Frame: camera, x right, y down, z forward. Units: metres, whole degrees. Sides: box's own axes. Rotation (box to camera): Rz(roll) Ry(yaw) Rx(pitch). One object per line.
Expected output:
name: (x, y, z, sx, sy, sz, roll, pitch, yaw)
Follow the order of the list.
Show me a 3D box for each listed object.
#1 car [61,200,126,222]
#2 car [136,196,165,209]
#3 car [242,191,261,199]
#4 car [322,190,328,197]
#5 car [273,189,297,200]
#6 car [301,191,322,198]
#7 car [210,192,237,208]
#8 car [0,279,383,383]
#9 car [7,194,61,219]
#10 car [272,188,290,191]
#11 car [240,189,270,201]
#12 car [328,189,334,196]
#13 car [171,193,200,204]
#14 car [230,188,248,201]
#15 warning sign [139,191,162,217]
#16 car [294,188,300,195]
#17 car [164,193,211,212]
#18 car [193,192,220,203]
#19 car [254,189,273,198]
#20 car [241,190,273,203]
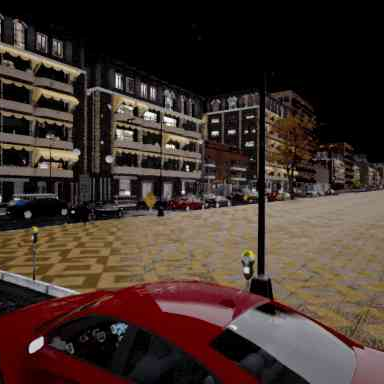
car: (-6.696, 1.329, 23.737, 1.947, 1.339, 4.313, 2, 2, 35)
car: (-4.179, 1.114, 37.535, 1.895, 1.301, 4.718, 1, 1, 35)
car: (11.728, 0.525, 64.972, 1.752, 1.417, 4.829, 2, 2, 35)
car: (28.236, 0.360, 74.058, 2.008, 1.369, 4.403, 2, 2, 35)
car: (15.631, 0.675, 55.899, 1.752, 1.417, 4.829, 2, 2, 35)
car: (25.061, 0.446, 69.484, 2.008, 1.369, 4.403, 2, 2, 35)
car: (2.830, 1.050, 37.460, 2.008, 1.369, 4.403, 2, 2, 35)
car: (-0.318, 1.544, 3.094, 4.507, 1.381, 1.887, 0, 0, 36)
car: (-11.942, 1.206, 26.354, 1.882, 1.535, 5.008, 1, 1, 35)
car: (15.732, 0.420, 60.605, 2.097, 1.767, 4.553, 1, 1, 34)
car: (9.929, 0.703, 52.259, 1.882, 1.535, 5.008, 1, 1, 35)
car: (34.588, 0.079, 83.205, 1.967, 1.590, 4.097, 2, 2, 35)
car: (-0.878, 0.910, 46.814, 1.947, 1.339, 4.313, 2, 2, 35)
car: (7.756, 0.408, 54.549, 2.150, 2.045, 5.566, 1, 1, 35)
warning sign: (-3.079, 0.851, 24.818, 1.300, 1.860, 1.060, -1, 0, 35)
car: (24.530, -0.030, 83.405, 2.192, 1.841, 5.009, 2, 2, 35)
car: (-0.346, 1.132, 32.885, 1.887, 1.381, 4.507, 2, 2, 35)
car: (2.298, 0.808, 51.389, 2.008, 1.369, 4.403, 2, 2, 35)
car: (15.004, 0.227, 69.682, 2.192, 1.841, 5.009, 2, 2, 35)
car: (9.182, 0.876, 46.610, 2.008, 1.369, 4.403, 2, 2, 35)
